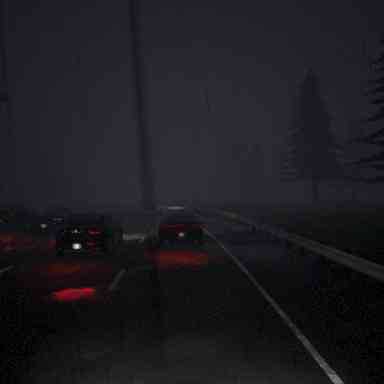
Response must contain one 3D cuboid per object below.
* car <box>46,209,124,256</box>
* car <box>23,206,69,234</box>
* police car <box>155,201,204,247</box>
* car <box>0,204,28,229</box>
[{"bbox_3d":[-3.939,1.541,13.357,1.837,1.490,4.892,0,0,-4],"label":"car"},{"bbox_3d":[-7.969,1.587,19.670,1.812,1.442,4.674,0,0,-6],"label":"car"},{"bbox_3d":[-0.587,1.452,15.485,1.930,1.638,5.238,0,0,-4],"label":"police car"},{"bbox_3d":[-11.777,1.571,22.360,2.128,1.511,4.902,0,0,-6],"label":"car"}]
